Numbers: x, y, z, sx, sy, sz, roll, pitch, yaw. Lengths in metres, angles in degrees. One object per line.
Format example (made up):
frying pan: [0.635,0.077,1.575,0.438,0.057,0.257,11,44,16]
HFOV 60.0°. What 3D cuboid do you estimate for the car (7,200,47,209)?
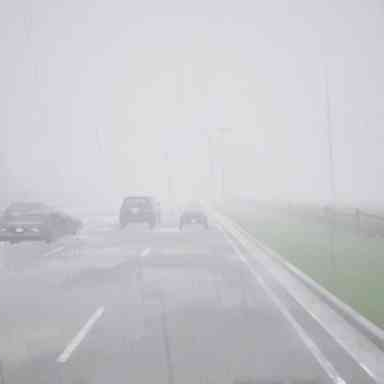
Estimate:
car: [-10.395,1.383,21.824,2.097,1.767,4.553,0,0,0]

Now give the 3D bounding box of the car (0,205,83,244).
car: [-6.896,1.570,15.785,2.033,1.411,5.357,0,0,0]

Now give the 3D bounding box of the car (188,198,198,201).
car: [0.074,1.514,41.122,1.801,1.575,5.366,0,0,0]

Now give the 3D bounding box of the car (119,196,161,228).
car: [-3.395,1.255,22.509,2.150,2.045,5.566,0,0,0]

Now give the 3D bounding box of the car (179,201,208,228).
car: [0.102,1.557,22.184,1.812,1.442,4.674,0,0,0]
